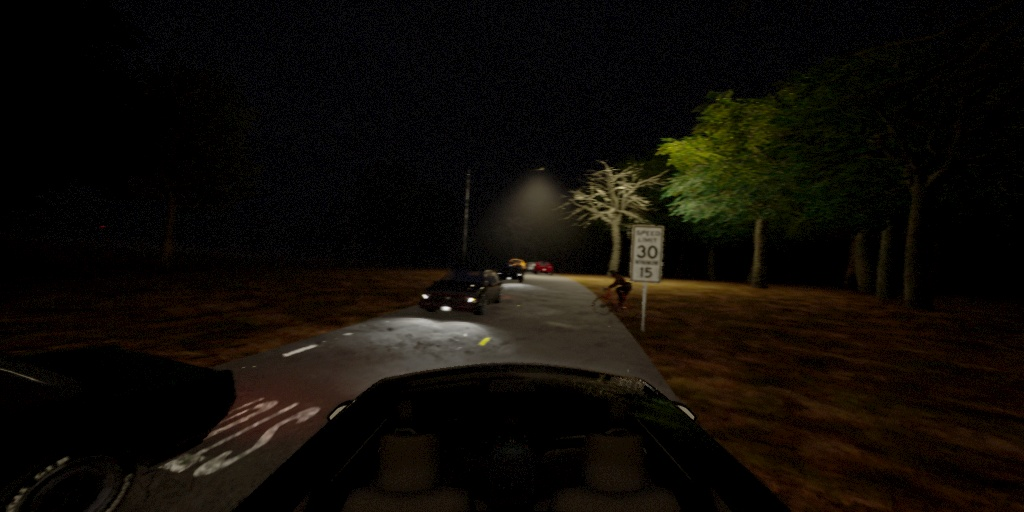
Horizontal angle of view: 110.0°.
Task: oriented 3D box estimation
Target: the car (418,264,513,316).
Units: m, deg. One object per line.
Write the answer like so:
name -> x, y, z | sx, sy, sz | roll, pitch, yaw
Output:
car -> -1.505, 1.131, 12.953 | 2.033, 1.411, 5.357 | 3, 0, 8

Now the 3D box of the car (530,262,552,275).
car -> 3.503, 1.388, 41.715 | 1.882, 1.535, 5.008 | 3, -1, -1

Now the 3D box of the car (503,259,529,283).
car -> -0.006, 1.139, 26.997 | 2.033, 1.411, 5.357 | 3, 0, 4

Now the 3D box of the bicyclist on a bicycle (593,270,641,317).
bicyclist on a bicycle -> 3.660, 1.310, 12.476 | 1.656, 1.620, 0.582 | 2, 0, 8

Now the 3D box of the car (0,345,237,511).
car -> -4.021, 1.131, 1.253 | 1.895, 1.301, 4.718 | 3, 0, 18
